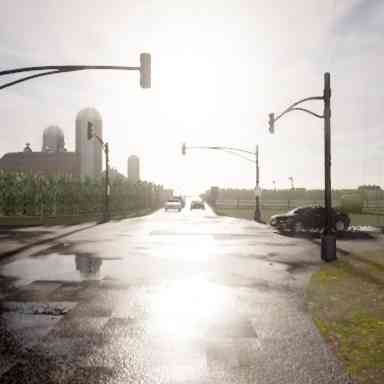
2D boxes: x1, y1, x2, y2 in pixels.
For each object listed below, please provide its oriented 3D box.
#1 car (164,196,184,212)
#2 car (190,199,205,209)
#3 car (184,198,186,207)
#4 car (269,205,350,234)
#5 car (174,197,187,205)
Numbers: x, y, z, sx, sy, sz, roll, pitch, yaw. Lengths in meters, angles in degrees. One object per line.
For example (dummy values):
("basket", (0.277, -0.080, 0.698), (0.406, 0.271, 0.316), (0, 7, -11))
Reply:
("car", (-2.231, 1.554, 40.126), (1.812, 1.442, 4.674), (0, 0, 1))
("car", (0.739, 1.635, 44.918), (1.895, 1.301, 4.718), (0, 0, 1))
("car", (-2.129, 1.393, 49.953), (2.097, 1.767, 4.553), (0, 0, 1))
("car", (6.881, 1.556, 19.459), (4.892, 1.490, 1.837), (2, -1, -18))
("car", (-2.002, 1.605, 60.134), (2.033, 1.411, 5.357), (0, 0, 1))
